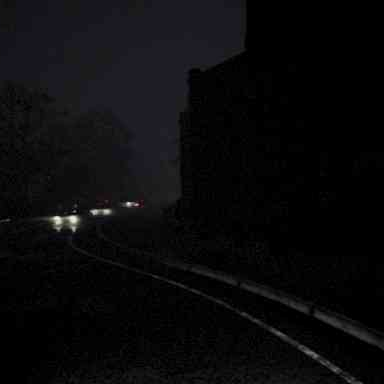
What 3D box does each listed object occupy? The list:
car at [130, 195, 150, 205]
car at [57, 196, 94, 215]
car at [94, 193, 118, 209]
[{"bbox_3d":[-8.142,1.290,54.649,2.128,1.511,4.902,-1,1,3],"label":"car"},{"bbox_3d":[-12.492,1.417,35.371,2.097,1.767,4.553,-1,2,3],"label":"car"},{"bbox_3d":[-11.986,1.193,46.369,2.150,2.045,5.566,-1,1,3],"label":"car"}]
